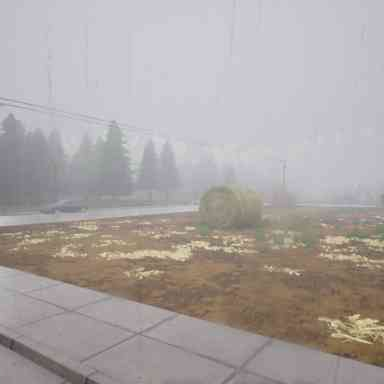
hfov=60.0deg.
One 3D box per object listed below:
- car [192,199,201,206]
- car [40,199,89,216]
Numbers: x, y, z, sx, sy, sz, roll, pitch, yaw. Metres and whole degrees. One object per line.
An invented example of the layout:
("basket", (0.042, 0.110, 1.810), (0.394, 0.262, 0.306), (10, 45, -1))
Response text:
("car", (2.026, 1.627, 53.243), (1.895, 1.301, 4.718), (0, 0, 37))
("car", (-12.736, 1.531, 33.437), (1.837, 1.490, 4.892), (0, 0, 37))
